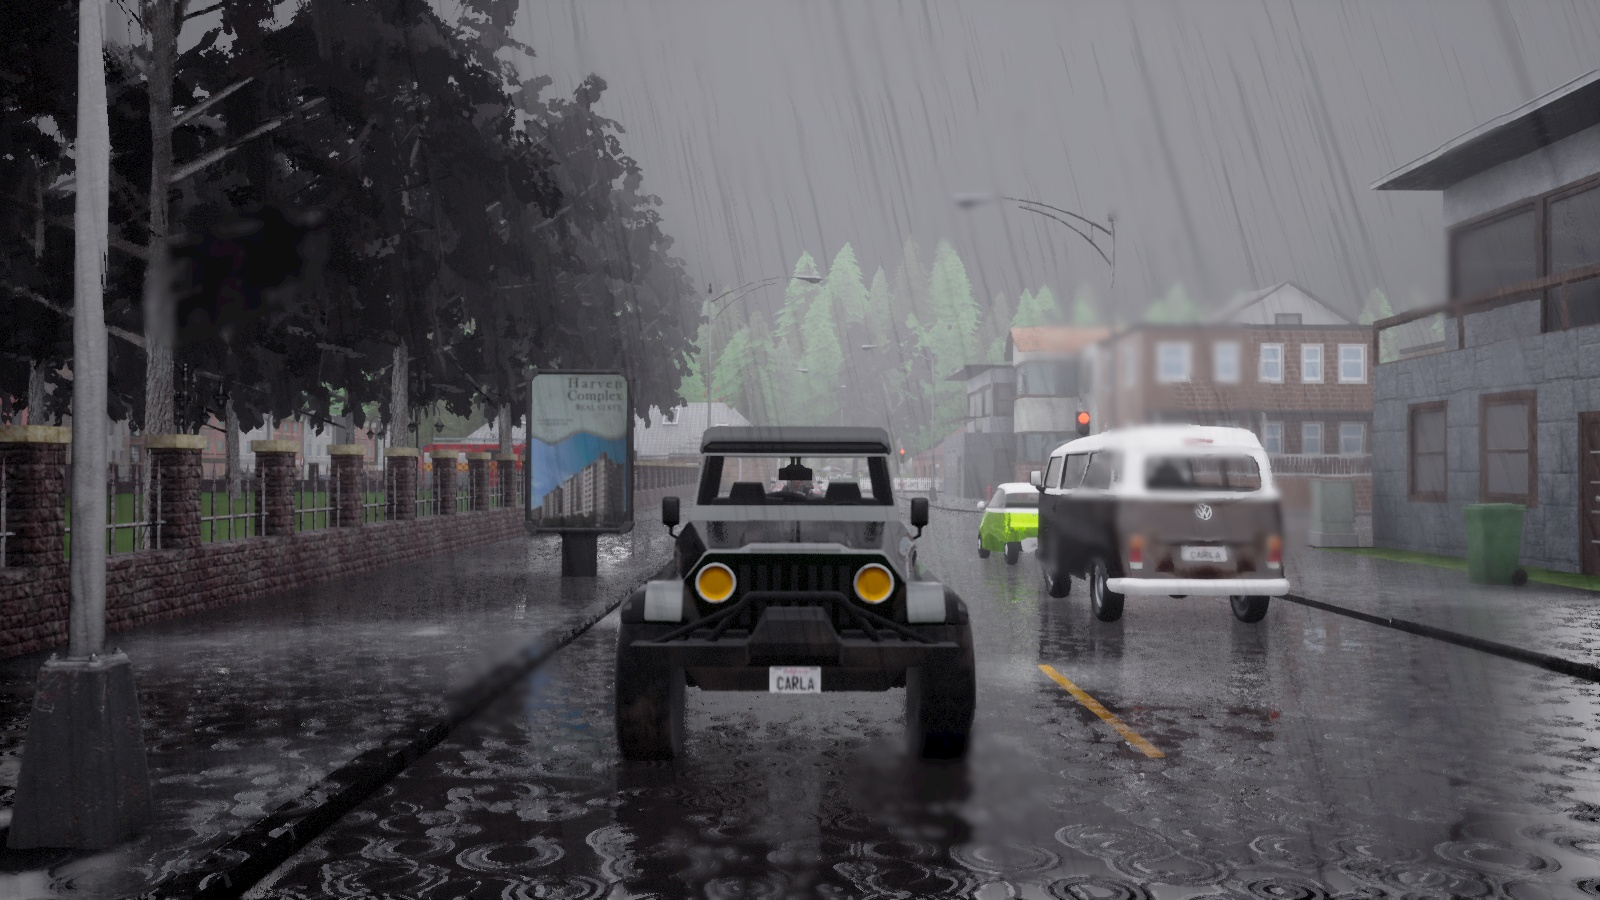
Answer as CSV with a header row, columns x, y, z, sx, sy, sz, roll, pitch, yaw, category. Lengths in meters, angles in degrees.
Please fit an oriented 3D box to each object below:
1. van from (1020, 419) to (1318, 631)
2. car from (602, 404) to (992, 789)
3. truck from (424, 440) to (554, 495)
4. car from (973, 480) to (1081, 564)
x,y,z,sx,sy,sz,roll,pitch,yaw,category
3.962,0.764,14.401,2.069,2.038,4.480,0,-1,0,van
-0.022,0.746,8.085,1.905,1.878,3.866,0,-1,0,car
-21.871,1.225,88.604,8.468,3.827,2.891,0,-1,-1,truck
3.939,1.224,22.021,1.481,1.376,2.207,0,-1,0,car
